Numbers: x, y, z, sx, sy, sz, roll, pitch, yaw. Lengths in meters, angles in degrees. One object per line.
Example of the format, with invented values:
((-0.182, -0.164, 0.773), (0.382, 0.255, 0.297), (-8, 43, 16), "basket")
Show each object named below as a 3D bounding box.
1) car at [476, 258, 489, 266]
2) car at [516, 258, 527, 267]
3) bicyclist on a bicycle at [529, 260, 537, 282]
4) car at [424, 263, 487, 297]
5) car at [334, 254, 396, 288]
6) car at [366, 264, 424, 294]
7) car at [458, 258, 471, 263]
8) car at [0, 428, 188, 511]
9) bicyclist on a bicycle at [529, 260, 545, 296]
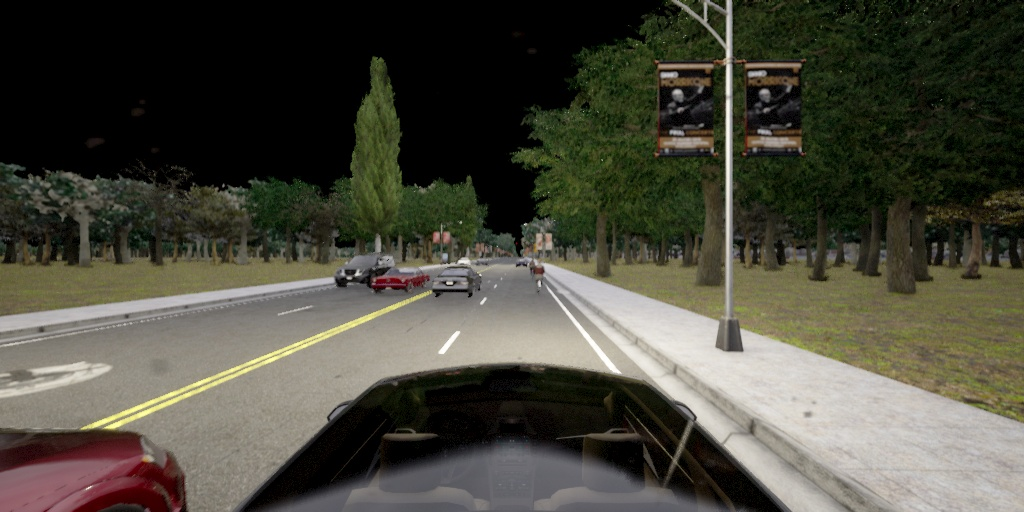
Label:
((-5.023, 1.128, 61.192), (2.033, 1.411, 5.357), (0, 0, 2), "car")
((1.625, 1.184, 60.344), (1.895, 1.301, 4.718), (0, 0, 1), "car")
((1.592, 1.128, 27.804), (0.582, 1.620, 1.656), (0, 0, 1), "bicyclist on a bicycle")
((-2.691, 1.249, 18.415), (2.033, 1.411, 5.357), (0, 0, 1), "car")
((-9.269, 0.909, 23.335), (2.150, 2.045, 5.566), (0, 0, 1), "car")
((-6.102, 1.298, 20.054), (1.895, 1.301, 4.718), (0, 0, 1), "car")
((-8.244, 1.103, 62.283), (1.812, 1.442, 4.674), (0, 0, 2), "car")
((-3.145, 1.317, 0.584), (1.994, 1.385, 4.181), (0, 0, 1), "car")
((1.339, 1.074, 17.857), (0.659, 1.776, 1.843), (0, 0, 1), "bicyclist on a bicycle")
